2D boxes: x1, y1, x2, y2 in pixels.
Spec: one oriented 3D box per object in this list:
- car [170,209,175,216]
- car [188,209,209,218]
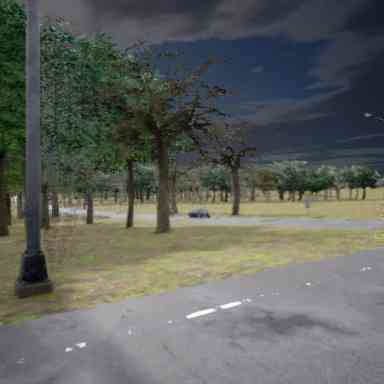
[{"bbox_3d":[-5.294,4.277,69.135,1.812,1.442,4.674,-2,-1,-34],"label":"car"},{"bbox_3d":[1.115,3.780,59.805,2.097,1.767,4.553,-2,-2,-34],"label":"car"}]
